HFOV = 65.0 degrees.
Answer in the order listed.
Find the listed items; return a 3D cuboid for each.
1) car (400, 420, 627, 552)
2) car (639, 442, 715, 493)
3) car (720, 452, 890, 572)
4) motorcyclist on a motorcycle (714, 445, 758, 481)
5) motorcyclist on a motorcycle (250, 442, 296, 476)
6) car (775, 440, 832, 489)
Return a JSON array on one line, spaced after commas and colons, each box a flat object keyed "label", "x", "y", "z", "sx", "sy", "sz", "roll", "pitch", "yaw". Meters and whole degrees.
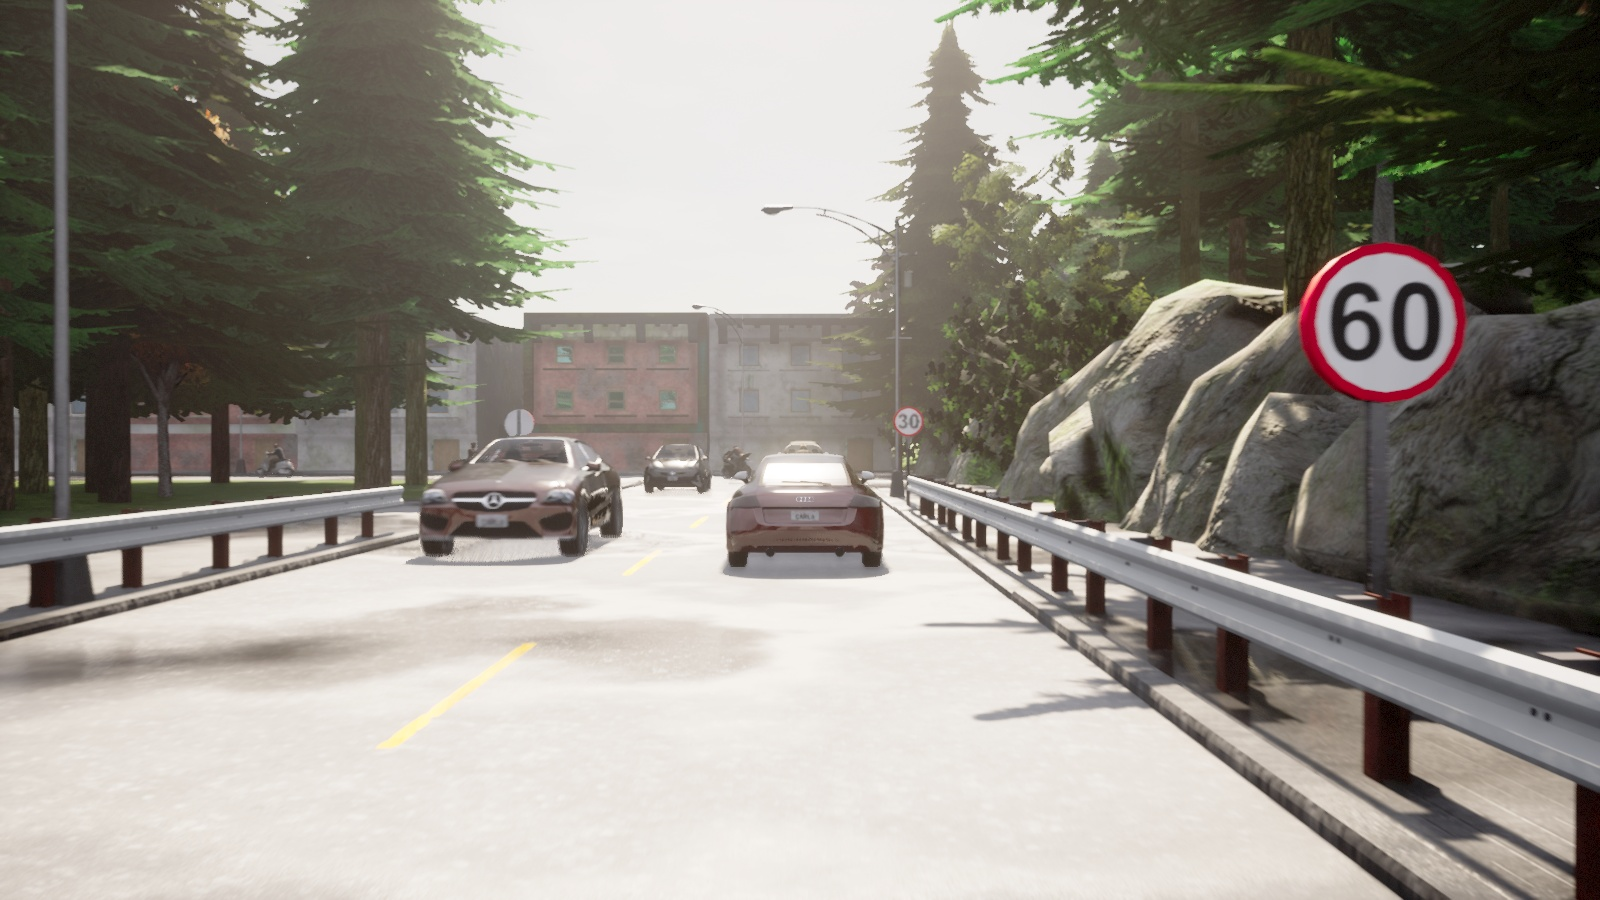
[{"label": "car", "x": -3.936, "y": 0.445, "z": 18.268, "sx": 2.152, "sy": 1.651, "sz": 5.027, "roll": 0, "pitch": 0, "yaw": 0}, {"label": "car", "x": -3.877, "y": 0.519, "z": 40.245, "sx": 2.007, "sy": 1.525, "sz": 4.514, "roll": 0, "pitch": 0, "yaw": 0}, {"label": "car", "x": 0.062, "y": 0.738, "z": 16.891, "sx": 1.994, "sy": 1.385, "sz": 4.181, "roll": 0, "pitch": 0, "yaw": 0}, {"label": "motorcyclist on a motorcycle", "x": -2.821, "y": 0.548, "z": 54.929, "sx": 0.866, "sy": 1.530, "sz": 2.191, "roll": -1, "pitch": 1, "yaw": -35}, {"label": "motorcyclist on a motorcycle", "x": -24.808, "y": 0.429, "z": 59.146, "sx": 1.817, "sy": 1.590, "sz": 0.866, "roll": 0, "pitch": 0, "yaw": 0}, {"label": "car", "x": 0.112, "y": 0.462, "z": 43.061, "sx": 1.851, "sy": 1.617, "sz": 3.988, "roll": 0, "pitch": 0, "yaw": 0}]
